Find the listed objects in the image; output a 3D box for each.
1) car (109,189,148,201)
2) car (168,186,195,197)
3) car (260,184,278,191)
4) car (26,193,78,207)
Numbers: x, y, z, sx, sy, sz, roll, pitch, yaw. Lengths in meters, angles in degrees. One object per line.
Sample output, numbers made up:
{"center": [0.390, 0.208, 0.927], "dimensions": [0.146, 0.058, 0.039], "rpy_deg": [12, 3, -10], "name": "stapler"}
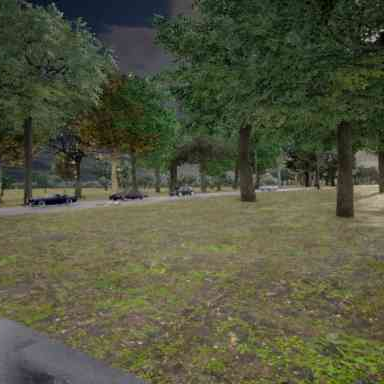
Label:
{"center": [-7.865, 0.324, 41.839], "dimensions": [2.033, 1.411, 5.357], "rpy_deg": [-1, 2, 37], "name": "car"}
{"center": [-1.521, -0.115, 50.054], "dimensions": [1.837, 1.490, 4.892], "rpy_deg": [-1, 2, 38], "name": "car"}
{"center": [15.430, -0.861, 66.043], "dimensions": [1.895, 1.301, 4.718], "rpy_deg": [-1, 2, 37], "name": "car"}
{"center": [-14.159, 0.784, 33.652], "dimensions": [1.895, 1.301, 4.718], "rpy_deg": [-1, 2, 38], "name": "car"}
